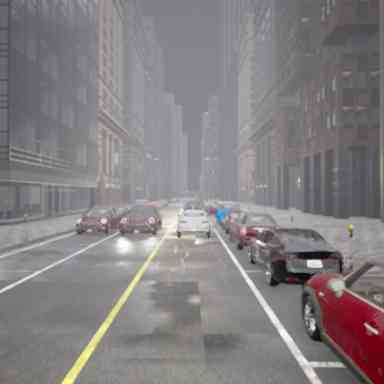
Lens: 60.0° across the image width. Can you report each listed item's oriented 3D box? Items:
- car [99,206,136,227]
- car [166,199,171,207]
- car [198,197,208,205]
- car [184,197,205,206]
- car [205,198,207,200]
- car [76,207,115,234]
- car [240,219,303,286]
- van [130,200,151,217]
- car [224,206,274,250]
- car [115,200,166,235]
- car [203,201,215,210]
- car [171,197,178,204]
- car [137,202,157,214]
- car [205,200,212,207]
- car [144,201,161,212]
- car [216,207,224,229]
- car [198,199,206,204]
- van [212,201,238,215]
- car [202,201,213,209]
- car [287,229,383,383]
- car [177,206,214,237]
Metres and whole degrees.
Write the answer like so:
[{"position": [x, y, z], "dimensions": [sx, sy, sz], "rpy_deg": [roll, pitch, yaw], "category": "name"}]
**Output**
[{"position": [-5.766, 1.851, 26.376], "dimensions": [1.887, 1.381, 4.507], "rpy_deg": [0, -1, 0], "category": "car"}, {"position": [-5.768, 2.201, 65.591], "dimensions": [1.967, 1.590, 4.097], "rpy_deg": [0, -1, 0], "category": "car"}, {"position": [2.756, 2.272, 82.404], "dimensions": [2.192, 1.841, 5.009], "rpy_deg": [0, -1, 0], "category": "car"}, {"position": [0.098, 1.796, 38.255], "dimensions": [2.097, 1.767, 4.553], "rpy_deg": [0, -1, 0], "category": "car"}, {"position": [2.758, 2.006, 48.794], "dimensions": [1.967, 1.590, 4.097], "rpy_deg": [0, -1, 0], "category": "car"}, {"position": [-5.767, 1.682, 20.776], "dimensions": [1.967, 1.590, 4.097], "rpy_deg": [0, -1, 0], "category": "car"}, {"position": [2.760, 1.678, 9.582], "dimensions": [1.947, 1.339, 4.313], "rpy_deg": [0, -1, 0], "category": "car"}, {"position": [-5.767, 1.777, 37.583], "dimensions": [1.690, 1.788, 3.998], "rpy_deg": [0, -1, 0], "category": "van"}, {"position": [2.759, 1.617, 15.185], "dimensions": [1.967, 1.590, 4.097], "rpy_deg": [0, -1, 0], "category": "car"}, {"position": [-3.000, 1.588, 20.287], "dimensions": [2.097, 1.767, 4.553], "rpy_deg": [0, -1, 0], "category": "car"}, {"position": [2.758, 2.158, 54.564], "dimensions": [1.752, 1.417, 4.829], "rpy_deg": [0, -1, 0], "category": "car"}, {"position": [-5.769, 2.634, 93.598], "dimensions": [1.887, 1.381, 4.507], "rpy_deg": [0, -1, 0], "category": "car"}, {"position": [-5.767, 2.046, 43.182], "dimensions": [1.887, 1.381, 4.507], "rpy_deg": [0, -1, 0], "category": "car"}, {"position": [2.759, 1.981, 37.589], "dimensions": [1.887, 1.381, 4.507], "rpy_deg": [0, -1, 0], "category": "car"}, {"position": [-5.767, 2.111, 48.783], "dimensions": [1.887, 1.381, 4.507], "rpy_deg": [0, -1, 0], "category": "car"}, {"position": [2.759, 1.824, 20.785], "dimensions": [1.802, 1.307, 4.206], "rpy_deg": [0, -1, 0], "category": "car"}, {"position": [2.756, 2.655, 93.603], "dimensions": [1.947, 1.339, 4.313], "rpy_deg": [0, -1, 0], "category": "car"}, {"position": [2.758, 1.647, 26.388], "dimensions": [1.690, 1.788, 3.998], "rpy_deg": [0, -1, 0], "category": "van"}, {"position": [2.758, 2.278, 59.995], "dimensions": [1.802, 1.307, 4.206], "rpy_deg": [0, -1, 0], "category": "car"}, {"position": [2.759, 1.488, 3.982], "dimensions": [1.967, 1.590, 4.097], "rpy_deg": [0, -1, 0], "category": "car"}, {"position": [0.098, 1.754, 19.641], "dimensions": [1.812, 1.442, 4.674], "rpy_deg": [0, -1, 0], "category": "car"}]
